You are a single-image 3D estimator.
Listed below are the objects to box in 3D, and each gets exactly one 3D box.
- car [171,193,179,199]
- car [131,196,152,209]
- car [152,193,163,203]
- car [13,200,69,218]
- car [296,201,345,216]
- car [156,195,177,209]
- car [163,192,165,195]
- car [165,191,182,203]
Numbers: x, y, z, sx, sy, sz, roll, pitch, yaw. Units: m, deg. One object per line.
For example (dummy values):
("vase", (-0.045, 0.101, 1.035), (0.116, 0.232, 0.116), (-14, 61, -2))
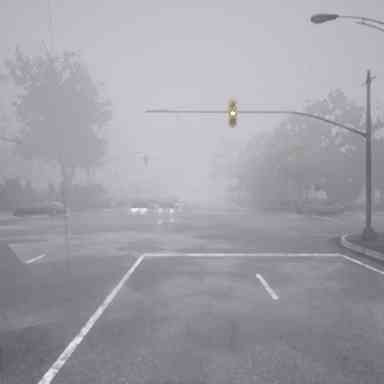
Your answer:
("car", (-4.016, 0.901, 78.189), (1.812, 1.442, 4.674), (0, 0, -4))
("car", (-6.977, 1.501, 45.169), (1.994, 1.385, 4.181), (0, 0, 0))
("car", (-6.989, 1.364, 60.585), (1.882, 1.535, 5.008), (0, 0, 0))
("car", (-13.346, 1.486, 29.526), (4.674, 1.442, 1.812), (0, 0, -3))
("car", (11.894, 1.524, 30.884), (4.181, 1.385, 1.994), (0, 0, -3))
("car", (-3.475, 1.462, 45.595), (1.812, 1.442, 4.674), (0, 0, 0))
("car", (-7.382, 1.249, 75.784), (1.882, 1.535, 5.008), (0, 0, -3))
("car", (-3.512, 1.226, 62.870), (2.097, 1.767, 4.553), (0, 0, -1))
